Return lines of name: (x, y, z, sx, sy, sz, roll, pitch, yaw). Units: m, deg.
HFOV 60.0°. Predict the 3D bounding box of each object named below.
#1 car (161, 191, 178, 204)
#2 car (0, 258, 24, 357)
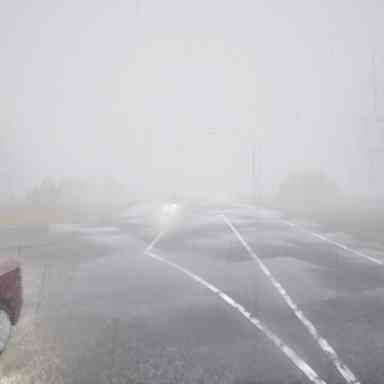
car: (-2.724, 0.630, 41.492, 2.128, 1.511, 4.902, 0, 1, 1)
car: (-3.428, 1.419, 2.806, 1.882, 1.535, 5.008, 0, 1, 1)
